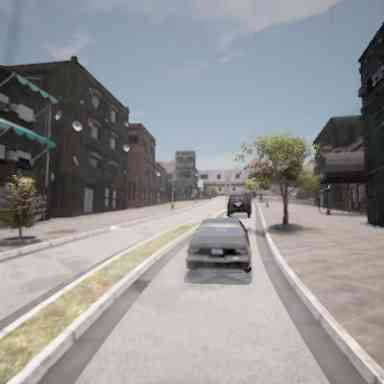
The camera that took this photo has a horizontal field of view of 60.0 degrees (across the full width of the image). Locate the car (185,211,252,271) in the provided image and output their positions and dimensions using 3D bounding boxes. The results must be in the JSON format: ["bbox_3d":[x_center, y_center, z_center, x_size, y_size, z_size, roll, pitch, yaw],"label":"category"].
[{"bbox_3d":[0.973,1.564,10.930,2.033,1.411,5.357,-1,0,8],"label":"car"}]

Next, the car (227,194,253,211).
[{"bbox_3d":[4.527,1.229,31.594,2.150,2.045,5.566,-1,0,11],"label":"car"}]
